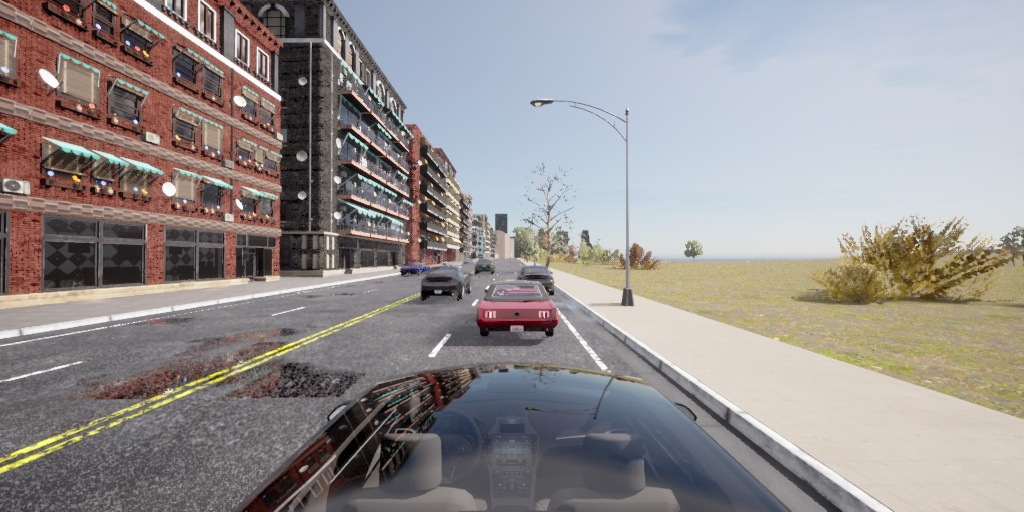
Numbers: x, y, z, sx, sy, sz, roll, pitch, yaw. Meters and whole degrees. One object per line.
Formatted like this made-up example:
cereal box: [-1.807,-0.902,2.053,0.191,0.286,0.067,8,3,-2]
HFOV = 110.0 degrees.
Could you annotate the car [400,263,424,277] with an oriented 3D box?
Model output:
car: [-9.721,1.353,35.981,1.895,1.301,4.718,0,0,0]

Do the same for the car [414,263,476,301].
car: [-3.092,1.256,17.467,1.837,1.490,4.892,0,0,0]

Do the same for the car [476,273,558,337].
car: [0.131,1.352,10.305,1.895,1.301,4.718,0,0,0]

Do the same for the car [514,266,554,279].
car: [1.204,1.257,19.505,1.837,1.490,4.892,0,0,0]

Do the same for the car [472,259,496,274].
car: [-3.001,1.104,41.019,2.097,1.767,4.553,0,0,0]
